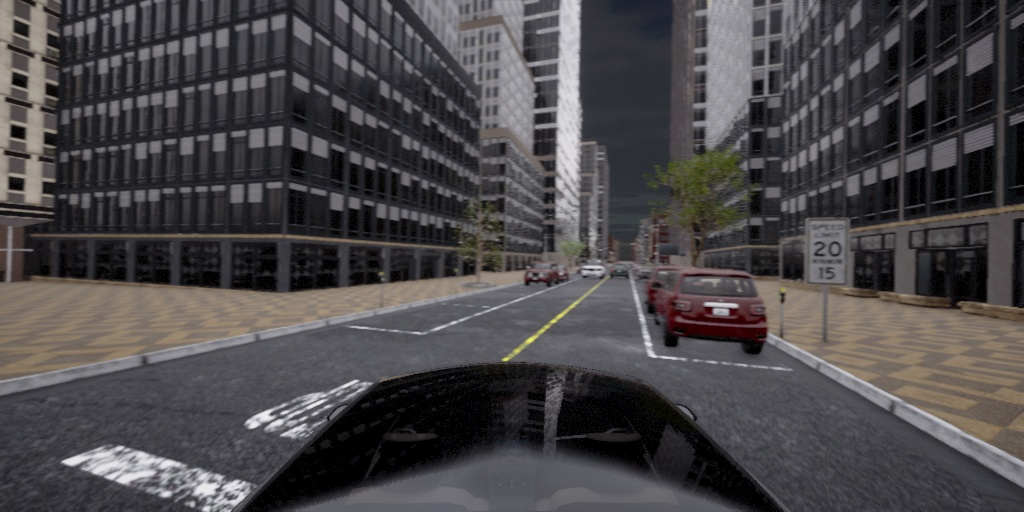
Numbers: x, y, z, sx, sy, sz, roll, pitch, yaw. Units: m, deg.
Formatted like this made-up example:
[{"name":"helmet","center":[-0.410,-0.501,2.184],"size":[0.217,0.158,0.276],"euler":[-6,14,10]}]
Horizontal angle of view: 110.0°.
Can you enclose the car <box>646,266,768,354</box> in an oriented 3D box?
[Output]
[{"name":"car","center":[4.922,1.243,9.498],"size":[2.192,1.841,5.009],"euler":[0,0,18]}]

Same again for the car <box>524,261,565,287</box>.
[{"name":"car","center":[2.402,1.334,27.814],"size":[2.192,1.841,5.009],"euler":[0,0,18]}]

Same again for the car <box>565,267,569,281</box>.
[{"name":"car","center":[4.099,1.542,33.107],"size":[1.967,1.591,4.097],"euler":[0,0,18]}]

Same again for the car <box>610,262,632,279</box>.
[{"name":"car","center":[12.682,1.728,42.171],"size":[2.097,1.767,4.553],"euler":[1,-1,18]}]

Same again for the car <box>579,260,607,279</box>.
[{"name":"car","center":[9.431,1.515,41.274],"size":[2.150,2.045,5.566],"euler":[1,-1,18]}]

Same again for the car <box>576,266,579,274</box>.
[{"name":"car","center":[10.885,1.877,54.278],"size":[1.967,1.591,4.097],"euler":[0,0,18]}]

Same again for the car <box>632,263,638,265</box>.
[{"name":"car","center":[18.388,2.136,51.871],"size":[1.888,1.381,4.507],"euler":[0,0,18]}]

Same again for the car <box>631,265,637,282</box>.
[{"name":"car","center":[13.298,1.890,35.993],"size":[2.007,1.370,4.403],"euler":[0,0,18]}]

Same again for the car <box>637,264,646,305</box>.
[{"name":"car","center":[6.526,1.323,14.819],"size":[2.192,1.841,5.009],"euler":[0,0,18]}]
